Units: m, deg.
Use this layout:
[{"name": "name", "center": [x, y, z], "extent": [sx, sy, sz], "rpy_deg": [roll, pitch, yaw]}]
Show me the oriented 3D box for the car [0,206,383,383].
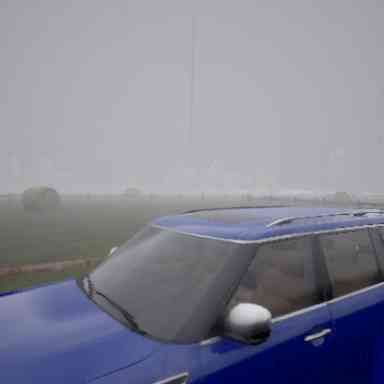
[{"name": "car", "center": [0.415, 1.202, 3.280], "extent": [5.566, 2.045, 2.150], "rpy_deg": [0, 0, -33]}]
